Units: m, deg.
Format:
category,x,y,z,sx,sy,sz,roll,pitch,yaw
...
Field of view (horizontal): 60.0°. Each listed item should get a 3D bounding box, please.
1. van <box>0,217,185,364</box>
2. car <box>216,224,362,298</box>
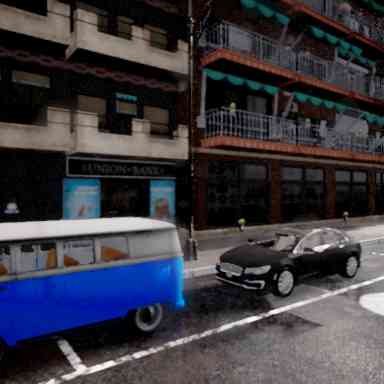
category,x,y,z,sx,sy,sz,roll,pitch,yaw
van,-2.031,1.338,5.108,3.998,1.788,1.690,0,0,-35
car,2.580,1.533,8.394,4.403,1.369,2.008,0,0,-35
